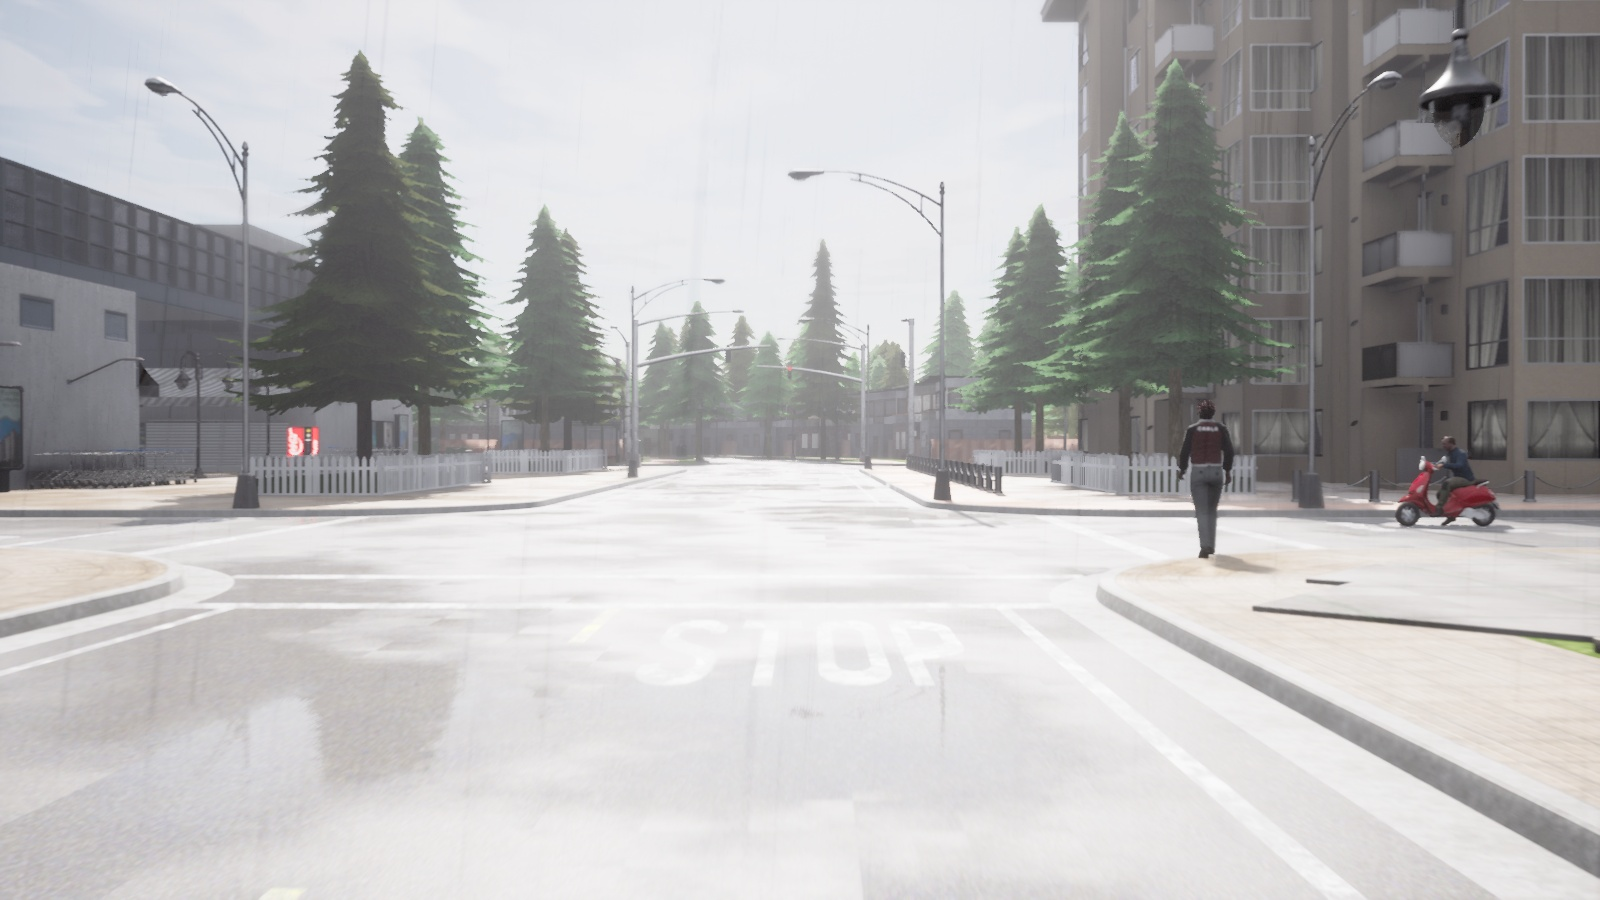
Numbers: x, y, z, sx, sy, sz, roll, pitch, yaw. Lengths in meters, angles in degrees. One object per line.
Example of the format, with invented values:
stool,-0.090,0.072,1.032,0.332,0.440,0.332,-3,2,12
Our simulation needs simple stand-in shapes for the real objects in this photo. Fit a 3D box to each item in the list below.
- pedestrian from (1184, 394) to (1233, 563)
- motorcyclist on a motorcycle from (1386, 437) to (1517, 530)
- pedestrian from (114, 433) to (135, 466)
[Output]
pedestrian,4.748,0.323,14.627,0.402,1.930,0.666,0,0,5
motorcyclist on a motorcycle,11.335,0.570,21.891,1.817,1.590,0.866,0,0,1
pedestrian,-38.359,-0.041,71.300,0.849,1.883,0.563,0,0,0
